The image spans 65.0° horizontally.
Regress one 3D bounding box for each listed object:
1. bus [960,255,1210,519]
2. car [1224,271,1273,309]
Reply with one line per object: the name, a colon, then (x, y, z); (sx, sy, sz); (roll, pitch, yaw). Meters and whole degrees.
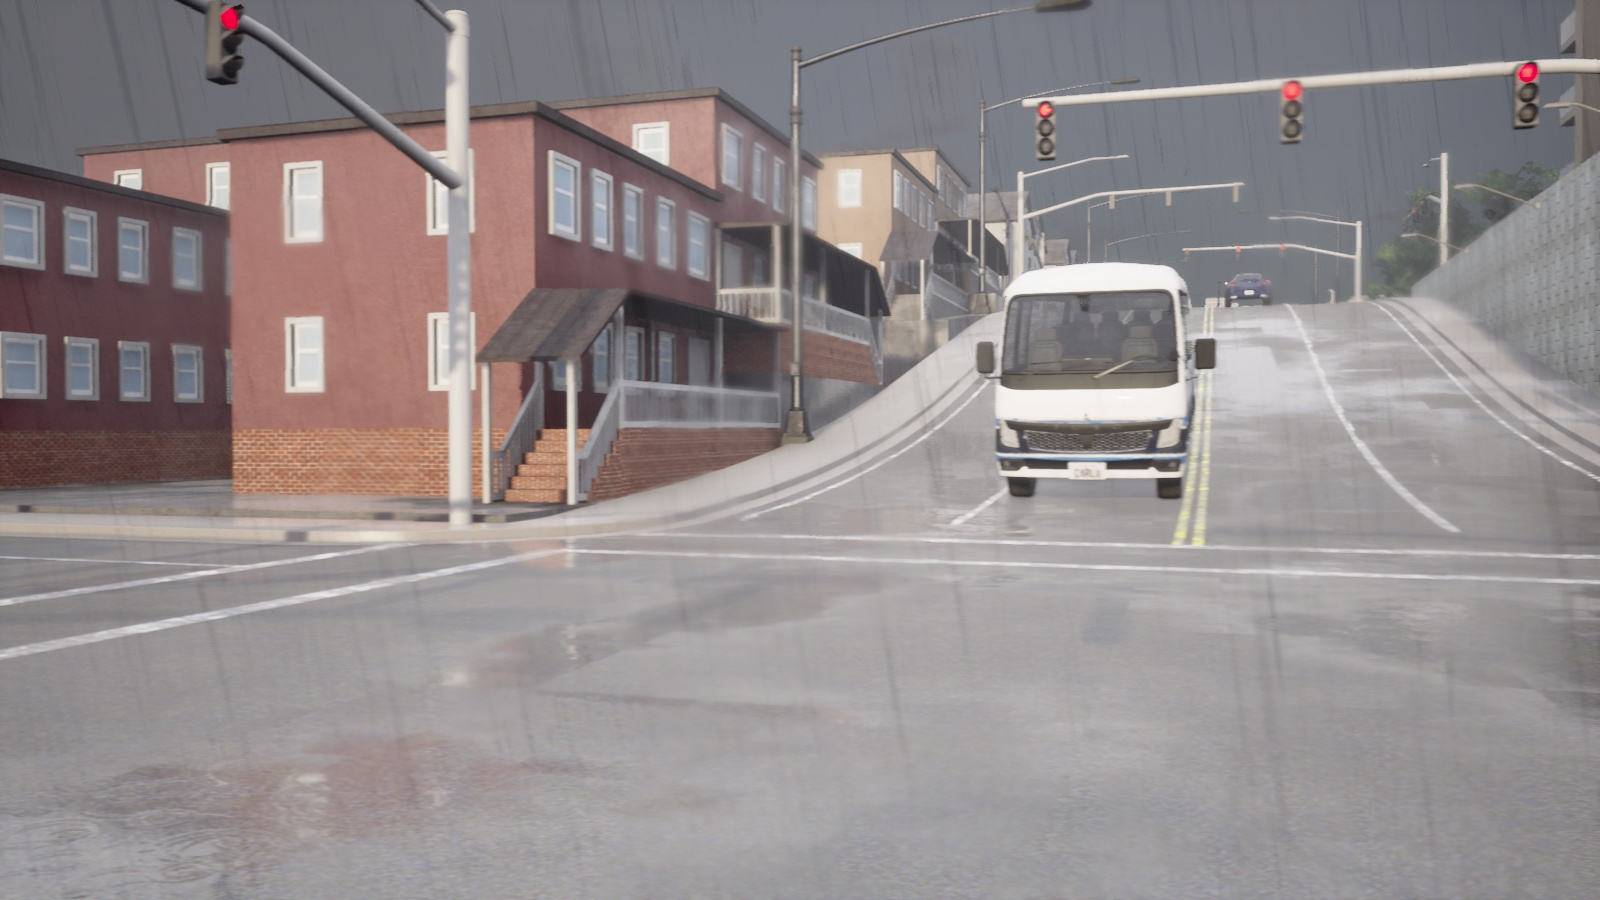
bus: (6.245, -1.548, 25.691); (3.944, 4.253, 10.273); (1, 6, 18)
car: (21.836, -7.779, 61.282); (2.152, 1.651, 5.027); (1, 6, 18)
